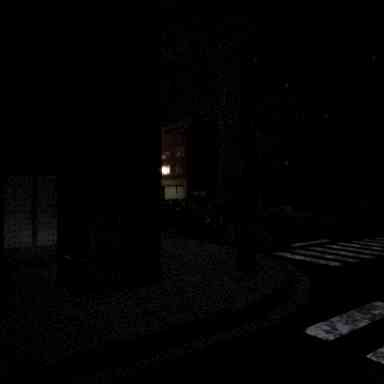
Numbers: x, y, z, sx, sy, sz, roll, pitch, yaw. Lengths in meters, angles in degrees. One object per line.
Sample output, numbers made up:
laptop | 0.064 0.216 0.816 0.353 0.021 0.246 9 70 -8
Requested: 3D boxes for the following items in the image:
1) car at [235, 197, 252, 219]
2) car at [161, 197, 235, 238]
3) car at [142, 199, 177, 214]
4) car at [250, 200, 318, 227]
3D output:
car | 2.939 1.308 27.160 2.192 1.841 5.009 0 0 -35
car | -0.317 1.282 17.889 2.192 1.841 5.009 0 0 -35
car | -3.643 1.525 36.417 1.887 1.381 4.507 0 0 -35
car | 6.129 1.524 22.669 1.752 1.417 4.829 0 0 -35
